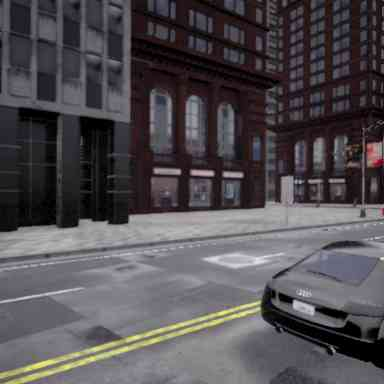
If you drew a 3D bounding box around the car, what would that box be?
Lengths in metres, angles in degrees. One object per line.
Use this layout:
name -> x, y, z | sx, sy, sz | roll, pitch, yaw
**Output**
car -> 3.150, 1.534, 5.688 | 4.181, 1.385, 1.994 | 0, 0, -36
